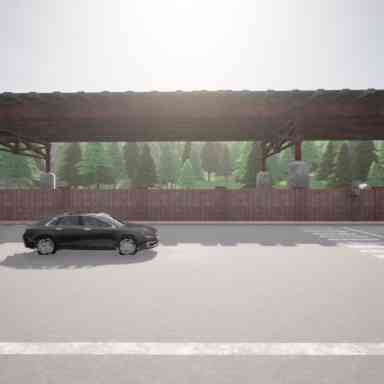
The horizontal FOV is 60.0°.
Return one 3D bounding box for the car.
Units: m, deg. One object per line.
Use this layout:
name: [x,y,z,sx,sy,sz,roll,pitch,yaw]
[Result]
car: [-3.694,1.505,12.471,4.892,1.490,1.837,0,0,1]
